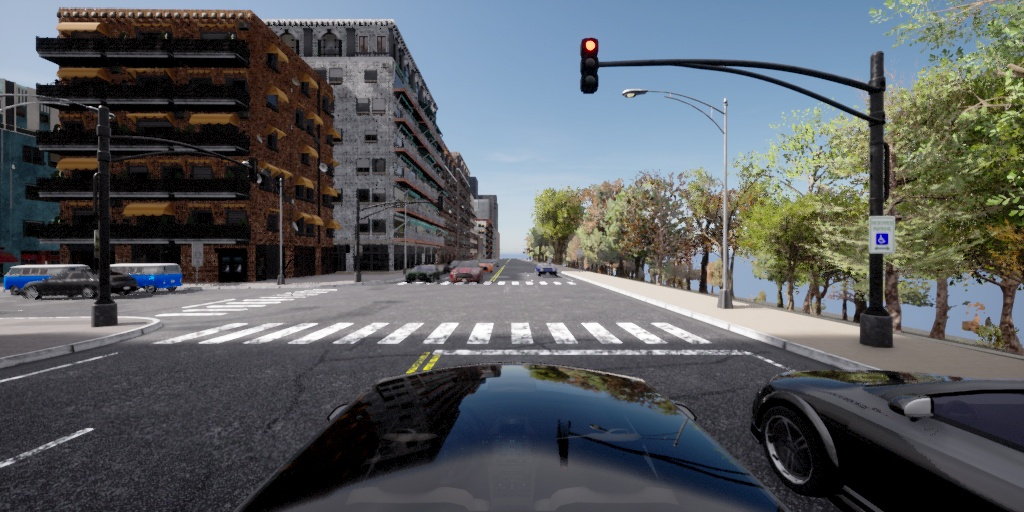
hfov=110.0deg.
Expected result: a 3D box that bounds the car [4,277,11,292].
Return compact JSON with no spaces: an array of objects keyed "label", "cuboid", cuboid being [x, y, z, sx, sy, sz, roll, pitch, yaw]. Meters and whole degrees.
[{"label":"car","cuboid":[-22.622,1.624,13.677,4.207,1.307,1.802,0,0,-1]}]

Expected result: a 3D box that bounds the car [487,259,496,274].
[{"label":"car","cuboid":[-3.311,1.108,41.875,2.097,1.767,4.553,0,0,0]}]

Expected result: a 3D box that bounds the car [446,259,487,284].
[{"label":"car","cuboid":[-3.329,1.111,27.134,2.097,1.767,4.553,0,0,0]}]

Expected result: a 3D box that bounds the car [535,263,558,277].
[{"label":"car","cuboid":[3.383,1.354,36.017,1.895,1.301,4.718,0,0,0]}]

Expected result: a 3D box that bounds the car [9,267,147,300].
[{"label":"car","cuboid":[-23.324,1.533,19.429,4.892,1.490,1.837,-1,0,-1]}]

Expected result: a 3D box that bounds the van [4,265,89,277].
[{"label":"van","cuboid":[-28.302,1.425,21.953,3.998,1.789,1.690,0,0,-1]}]

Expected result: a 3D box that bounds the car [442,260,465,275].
[{"label":"car","cuboid":[-6.563,1.261,40.606,1.837,1.490,4.892,0,0,0]}]

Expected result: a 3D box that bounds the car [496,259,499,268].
[{"label":"car","cuboid":[-3.252,1.262,62.027,2.128,1.511,4.902,0,0,1]}]

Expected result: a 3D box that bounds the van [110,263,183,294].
[{"label":"van","cuboid":[-22.701,1.351,22.024,3.998,1.789,1.690,0,0,-1]}]

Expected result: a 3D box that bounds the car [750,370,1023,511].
[{"label":"car","cuboid":[3.348,1.314,1.834,1.994,1.385,4.181,0,0,0]}]

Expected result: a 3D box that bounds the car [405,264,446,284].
[{"label":"car","cuboid":[-6.576,1.359,27.142,1.895,1.301,4.718,0,0,0]}]
